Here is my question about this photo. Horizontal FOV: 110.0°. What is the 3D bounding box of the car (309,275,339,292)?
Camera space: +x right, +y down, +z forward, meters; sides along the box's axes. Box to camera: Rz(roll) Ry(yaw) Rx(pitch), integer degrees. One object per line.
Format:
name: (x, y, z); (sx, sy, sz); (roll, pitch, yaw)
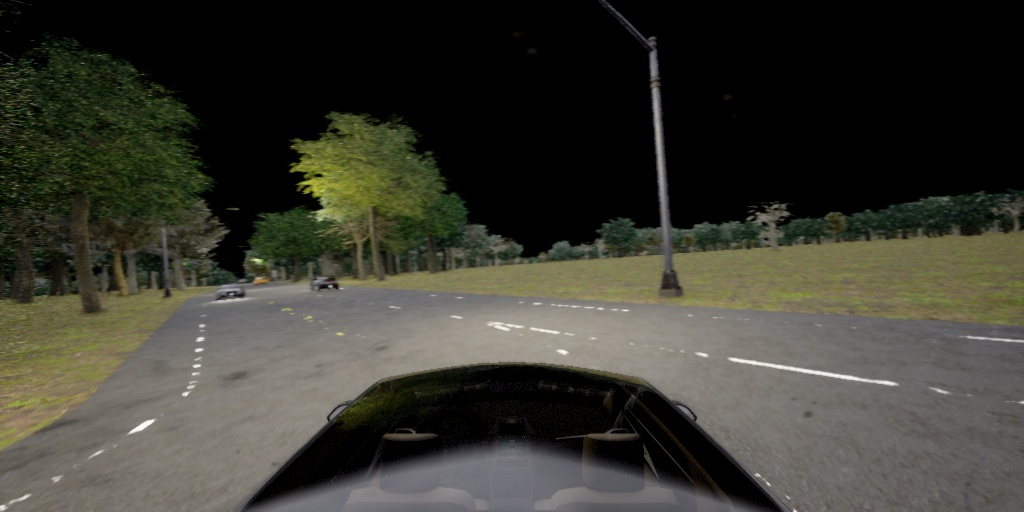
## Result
car: (-18.237, 2.635, 34.724); (1.837, 1.490, 4.892); (-4, 0, -40)

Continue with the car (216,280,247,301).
car: (-26.105, 3.289, 33.226); (1.994, 1.385, 4.181); (-4, 0, -40)
